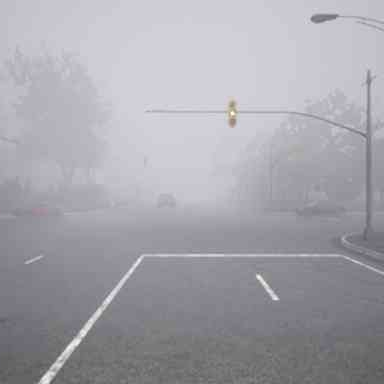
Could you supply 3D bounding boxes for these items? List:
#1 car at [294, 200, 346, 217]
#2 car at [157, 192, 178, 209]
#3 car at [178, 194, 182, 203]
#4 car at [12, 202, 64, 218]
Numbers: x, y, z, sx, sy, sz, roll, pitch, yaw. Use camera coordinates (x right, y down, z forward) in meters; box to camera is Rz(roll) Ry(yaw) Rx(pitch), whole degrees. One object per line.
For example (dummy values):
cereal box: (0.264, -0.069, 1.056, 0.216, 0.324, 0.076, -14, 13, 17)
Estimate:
car: (11.820, 1.518, 30.836, 4.674, 1.442, 1.812, 0, 0, -3)
car: (-3.521, 1.198, 46.172, 2.150, 2.045, 5.566, 0, 0, 0)
car: (-3.569, 1.465, 65.392, 2.033, 1.411, 5.357, 0, 0, -1)
car: (-13.581, 1.550, 29.452, 4.181, 1.385, 1.994, 0, 0, -3)
